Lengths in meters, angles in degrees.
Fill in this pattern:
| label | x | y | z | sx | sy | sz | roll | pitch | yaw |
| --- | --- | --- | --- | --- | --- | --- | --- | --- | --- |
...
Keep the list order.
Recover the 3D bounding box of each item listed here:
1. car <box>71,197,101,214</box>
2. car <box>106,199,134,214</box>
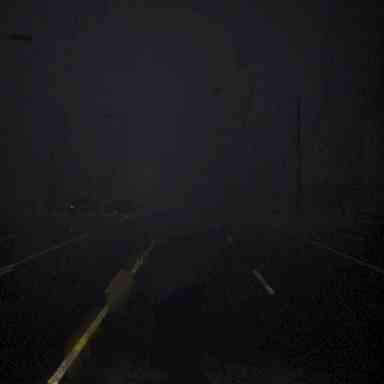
| label | x | y | z | sx | sy | sz | roll | pitch | yaw |
| --- | --- | --- | --- | --- | --- | --- | --- | --- | --- |
| car | -10.586 | 1.330 | 33.412 | 1.837 | 1.490 | 4.892 | 0 | 0 | 0 |
| car | -7.089 | 1.372 | 33.446 | 2.033 | 1.411 | 5.357 | 0 | 0 | 0 |
